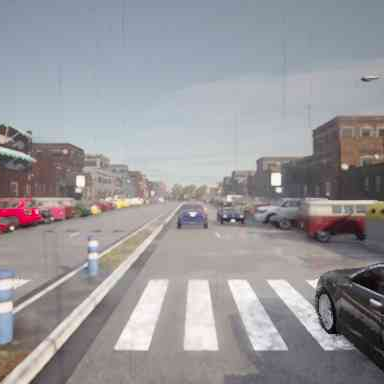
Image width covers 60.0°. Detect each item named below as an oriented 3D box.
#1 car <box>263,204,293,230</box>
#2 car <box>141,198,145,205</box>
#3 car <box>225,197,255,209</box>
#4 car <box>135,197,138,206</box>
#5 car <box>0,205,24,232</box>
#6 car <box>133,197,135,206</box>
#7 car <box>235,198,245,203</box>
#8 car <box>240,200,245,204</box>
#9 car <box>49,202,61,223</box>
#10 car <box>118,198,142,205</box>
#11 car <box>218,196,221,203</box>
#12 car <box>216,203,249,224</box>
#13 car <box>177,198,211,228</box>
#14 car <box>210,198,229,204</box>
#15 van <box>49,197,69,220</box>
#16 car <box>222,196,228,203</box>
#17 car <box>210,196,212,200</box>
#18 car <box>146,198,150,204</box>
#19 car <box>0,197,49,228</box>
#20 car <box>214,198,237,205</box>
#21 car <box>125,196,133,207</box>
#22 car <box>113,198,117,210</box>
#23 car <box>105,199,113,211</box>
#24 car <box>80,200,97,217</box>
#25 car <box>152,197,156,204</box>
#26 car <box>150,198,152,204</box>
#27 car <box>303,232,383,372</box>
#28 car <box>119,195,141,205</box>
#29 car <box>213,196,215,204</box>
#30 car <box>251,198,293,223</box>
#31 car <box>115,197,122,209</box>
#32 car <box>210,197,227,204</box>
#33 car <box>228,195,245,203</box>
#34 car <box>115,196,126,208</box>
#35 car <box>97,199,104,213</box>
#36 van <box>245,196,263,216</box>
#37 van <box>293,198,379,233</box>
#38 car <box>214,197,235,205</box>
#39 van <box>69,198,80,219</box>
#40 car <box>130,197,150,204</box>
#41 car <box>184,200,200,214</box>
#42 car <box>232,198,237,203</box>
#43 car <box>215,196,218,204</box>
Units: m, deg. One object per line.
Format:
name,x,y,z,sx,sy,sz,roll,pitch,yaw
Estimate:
car,7.557,1.721,22.257,4.792,1.488,2.163,0,0,0
car,-12.935,1.720,66.610,5.566,2.045,2.435,0,-1,0
car,7.543,1.705,52.593,4.553,1.767,2.185,0,0,0
car,-12.958,1.937,61.054,4.674,1.452,2.002,0,-1,0
car,-12.932,1.717,19.498,4.792,1.488,2.163,0,0,0
car,-12.962,1.911,58.396,4.674,1.452,2.002,0,0,0
car,7.738,1.771,36.047,5.366,1.575,1.946,0,0,0
car,7.557,1.801,33.290,4.674,1.452,2.002,0,0,0
car,-12.943,1.730,25.052,4.892,1.521,2.231,0,0,0
car,-12.963,2.059,69.380,4.674,1.452,2.002,0,-1,0
car,7.493,1.863,58.102,5.008,1.535,2.097,0,-1,0
car,3.034,1.848,26.839,1.895,1.301,4.718,0,0,0
car,0.040,1.584,24.475,2.097,1.767,4.553,0,-1,0
car,7.413,2.481,91.171,5.008,1.535,2.097,0,-1,0
van,-13.066,1.521,27.836,4.442,1.987,1.878,0,0,0
car,7.497,1.562,47.081,5.566,2.045,2.435,0,0,0
car,7.474,2.264,80.144,4.792,1.488,2.163,0,-1,0
car,-12.975,2.199,77.837,4.892,1.521,2.231,0,-1,0
car,-12.983,1.457,22.153,5.566,2.045,2.435,0,0,0
car,7.453,2.115,74.631,5.008,1.535,2.097,0,-1,0
car,-13.143,1.850,55.626,5.366,1.575,1.946,0,0,0
car,-12.981,1.845,44.386,4.792,1.488,2.163,0,0,0
car,-12.945,1.808,41.606,5.008,1.535,2.097,0,0,0
car,-12.916,1.524,33.389,5.566,2.045,2.435,0,0,0
car,-12.980,2.447,88.825,5.008,1.535,2.097,0,-1,0
car,-13.156,2.257,80.616,5.366,1.575,1.946,0,-1,0
car,3.089,1.547,3.970,1.837,1.490,4.892,0,-1,0
car,-13.148,1.928,63.828,5.366,1.575,1.946,0,-1,0
car,7.457,1.670,63.614,5.566,2.045,2.435,0,-1,0
car,7.604,1.604,27.774,4.553,1.767,2.185,0,0,0
car,-12.959,1.824,47.166,4.892,1.521,2.231,0,0,0
car,7.380,2.420,93.930,4.553,1.767,2.185,0,-1,0
car,7.501,1.679,44.323,4.553,1.767,2.185,0,0,0
car,-12.960,1.831,50.069,5.008,1.535,2.097,0,0,0
car,-12.762,1.786,36.171,5.366,1.575,1.946,0,0,0
van,7.449,1.520,30.532,4.442,1.987,1.878,0,0,0
van,7.717,1.421,16.741,4.442,1.987,1.878,0,0,0
car,7.483,2.049,77.391,4.553,1.767,2.185,0,-1,0
van,-13.062,1.535,30.490,4.442,1.987,1.878,0,0,0
car,-12.945,2.195,83.279,4.553,1.767,2.185,0,-1,0
car,0.001,1.799,41.683,1.882,1.535,5.008,0,0,0
car,7.731,1.782,38.807,5.366,1.575,1.946,0,0,0
car,7.463,1.639,60.862,5.566,2.045,2.435,0,-1,0
